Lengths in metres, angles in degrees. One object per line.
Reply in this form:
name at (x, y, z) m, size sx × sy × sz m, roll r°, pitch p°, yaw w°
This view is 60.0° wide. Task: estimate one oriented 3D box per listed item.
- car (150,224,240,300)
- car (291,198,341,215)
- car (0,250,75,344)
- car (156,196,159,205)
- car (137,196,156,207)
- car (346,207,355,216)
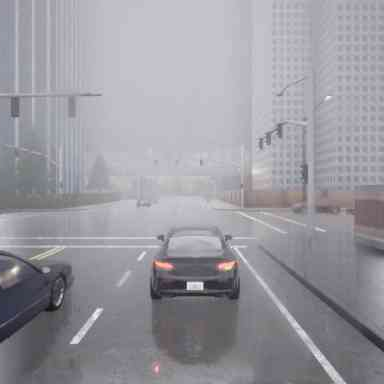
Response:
car at (0.069, 1.526, 8.286) m, size 1.812 × 1.442 × 4.674 m, roll 0°, pitch 0°, yaw 0°
car at (12.378, 1.352, 33.492) m, size 4.553 × 1.767 × 2.097 m, roll 0°, pitch 0°, yaw 0°
car at (-3.446, 1.547, 4.690) m, size 2.033 × 1.411 × 5.357 m, roll 0°, pitch 0°, yaw 0°
car at (-7.132, 1.489, 60.300) m, size 2.128 × 1.511 × 4.902 m, roll 0°, pitch 0°, yaw 0°
car at (-7.147, 1.491, 50.240) m, size 2.128 × 1.511 × 4.902 m, roll 0°, pitch 0°, yaw 0°
car at (16.852, 1.547, 29.974) m, size 5.357 × 1.411 × 2.033 m, roll 0°, pitch 0°, yaw 0°
